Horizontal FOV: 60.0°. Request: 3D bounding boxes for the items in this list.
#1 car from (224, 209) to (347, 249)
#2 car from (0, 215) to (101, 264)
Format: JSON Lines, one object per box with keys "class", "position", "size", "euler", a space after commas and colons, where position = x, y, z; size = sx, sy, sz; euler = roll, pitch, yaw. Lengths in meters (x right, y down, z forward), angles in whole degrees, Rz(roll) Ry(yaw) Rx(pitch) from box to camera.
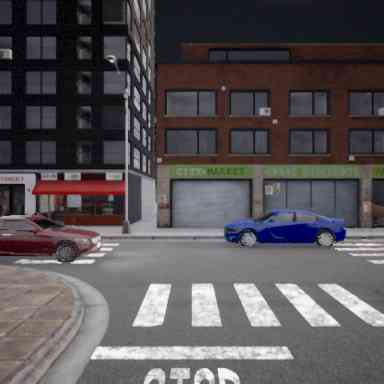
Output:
{"class": "car", "position": [3.861, 1.488, 14.128], "size": [5.008, 1.535, 1.882], "euler": [0, 0, 0]}
{"class": "car", "position": [-5.468, 1.520, 11.210], "size": [4.674, 1.442, 1.812], "euler": [0, 0, 0]}
